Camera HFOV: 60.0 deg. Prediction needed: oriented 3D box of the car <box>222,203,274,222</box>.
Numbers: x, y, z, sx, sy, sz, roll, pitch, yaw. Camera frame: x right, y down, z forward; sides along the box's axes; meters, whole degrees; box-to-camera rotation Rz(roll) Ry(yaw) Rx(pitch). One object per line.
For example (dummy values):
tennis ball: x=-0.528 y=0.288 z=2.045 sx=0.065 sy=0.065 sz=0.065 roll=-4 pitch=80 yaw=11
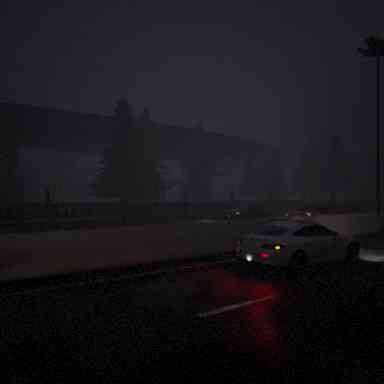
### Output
car: x=5.003 y=1.765 z=29.382 sx=4.674 sy=1.442 sz=1.812 roll=0 pitch=-1 yaw=-36

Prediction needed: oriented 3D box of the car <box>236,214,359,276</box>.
car: x=3.470 y=1.618 z=10.676 sx=4.674 sy=1.442 sz=1.812 roll=0 pitch=0 yaw=-36
